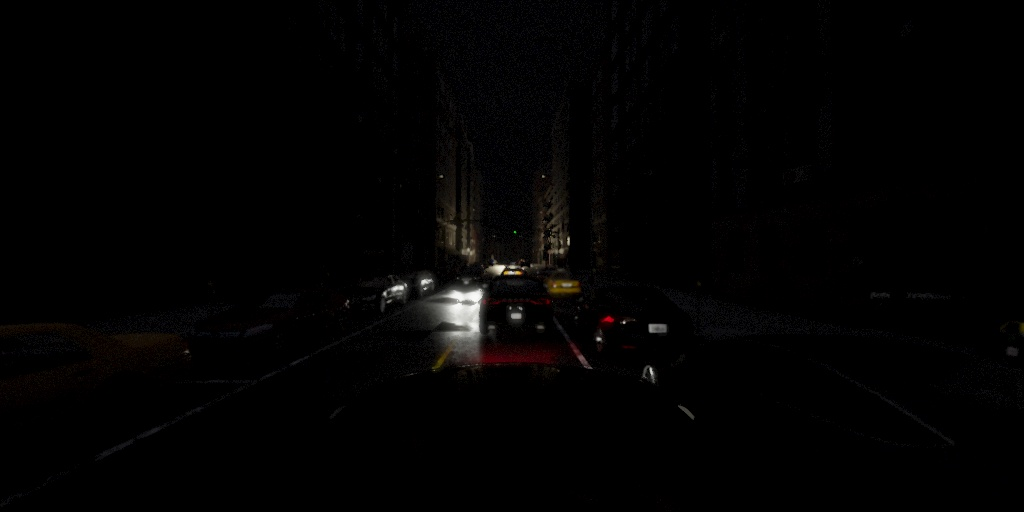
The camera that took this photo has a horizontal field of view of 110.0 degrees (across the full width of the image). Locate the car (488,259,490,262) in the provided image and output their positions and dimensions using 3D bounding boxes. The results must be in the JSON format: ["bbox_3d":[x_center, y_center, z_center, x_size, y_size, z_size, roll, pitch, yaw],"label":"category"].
[{"bbox_3d":[-5.316,1.643,62.148,1.888,1.381,4.507,0,0,0],"label":"car"}]

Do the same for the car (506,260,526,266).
[{"bbox_3d":[0.092,1.380,31.394,1.801,1.575,5.366,0,0,2],"label":"car"}]

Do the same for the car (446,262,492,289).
[{"bbox_3d":[-2.781,1.377,24.377,2.128,1.511,4.902,0,-1,1],"label":"car"}]

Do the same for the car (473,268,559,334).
[{"bbox_3d":[0.111,1.284,10.886,1.882,1.535,5.008,0,-1,0],"label":"car"}]

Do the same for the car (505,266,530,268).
[{"bbox_3d":[0.123,1.464,20.584,1.895,1.301,4.718,0,0,1],"label":"car"}]

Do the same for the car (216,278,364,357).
[{"bbox_3d":[-5.381,1.375,8.580,1.802,1.307,4.207,0,0,0],"label":"car"}]

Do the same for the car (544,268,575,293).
[{"bbox_3d":[2.657,1.381,19.557,1.751,1.417,4.829,0,0,0],"label":"car"}]

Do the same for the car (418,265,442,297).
[{"bbox_3d":[-5.368,1.406,19.406,2.007,1.370,4.403,0,0,0],"label":"car"}]

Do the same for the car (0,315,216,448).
[{"bbox_3d":[-5.388,1.284,2.997,1.751,1.417,4.829,0,0,0],"label":"car"}]

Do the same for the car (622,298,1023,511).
[{"bbox_3d":[2.637,1.325,3.148,1.948,1.339,4.313,0,0,0],"label":"car"}]

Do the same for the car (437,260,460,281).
[{"bbox_3d":[-5.355,1.232,30.231,2.192,1.841,5.009,0,0,0],"label":"car"}]

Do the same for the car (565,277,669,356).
[{"bbox_3d":[2.644,1.358,8.561,1.948,1.339,4.313,0,0,0],"label":"car"}]

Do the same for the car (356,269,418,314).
[{"bbox_3d":[-5.375,1.375,13.993,2.007,1.370,4.403,0,0,0],"label":"car"}]
